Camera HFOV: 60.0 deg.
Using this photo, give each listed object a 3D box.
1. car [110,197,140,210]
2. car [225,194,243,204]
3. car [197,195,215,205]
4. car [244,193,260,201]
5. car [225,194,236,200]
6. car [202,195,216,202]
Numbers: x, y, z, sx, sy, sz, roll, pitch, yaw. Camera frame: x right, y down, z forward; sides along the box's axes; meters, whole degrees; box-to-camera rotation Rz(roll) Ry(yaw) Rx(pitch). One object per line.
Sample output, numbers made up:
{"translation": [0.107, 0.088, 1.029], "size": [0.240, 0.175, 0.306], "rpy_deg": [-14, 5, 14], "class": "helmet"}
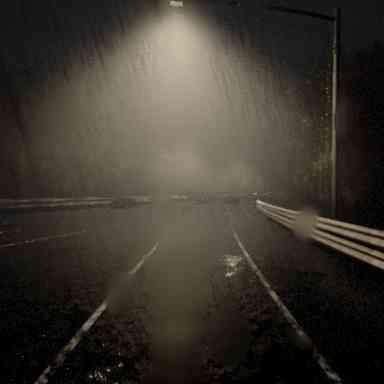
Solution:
{"translation": [-7.918, 1.371, 39.338], "size": [1.812, 1.442, 4.674], "rpy_deg": [1, 0, 19], "class": "car"}
{"translation": [7.849, 1.356, 63.706], "size": [2.097, 1.767, 4.553], "rpy_deg": [1, 0, 19], "class": "car"}
{"translation": [2.506, 1.296, 58.915], "size": [2.097, 1.767, 4.553], "rpy_deg": [1, 0, 19], "class": "car"}
{"translation": [15.683, 1.550, 86.530], "size": [2.128, 1.511, 4.902], "rpy_deg": [1, 0, 19], "class": "car"}
{"translation": [11.084, 1.451, 94.691], "size": [2.033, 1.411, 5.357], "rpy_deg": [1, 0, 19], "class": "car"}
{"translation": [3.780, 1.373, 73.412], "size": [1.882, 1.535, 5.008], "rpy_deg": [1, 0, 19], "class": "car"}
